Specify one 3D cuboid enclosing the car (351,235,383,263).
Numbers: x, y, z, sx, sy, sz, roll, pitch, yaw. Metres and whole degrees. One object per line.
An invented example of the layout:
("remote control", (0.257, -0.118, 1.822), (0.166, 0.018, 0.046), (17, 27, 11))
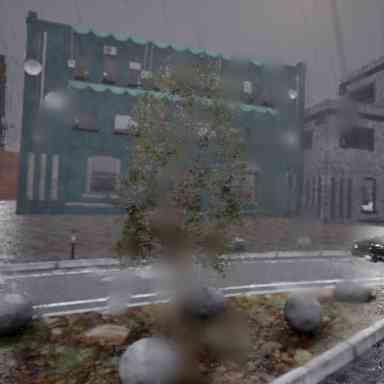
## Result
("car", (8.542, 1.935, 12.028), (5.357, 1.411, 2.033), (2, -2, -16))
